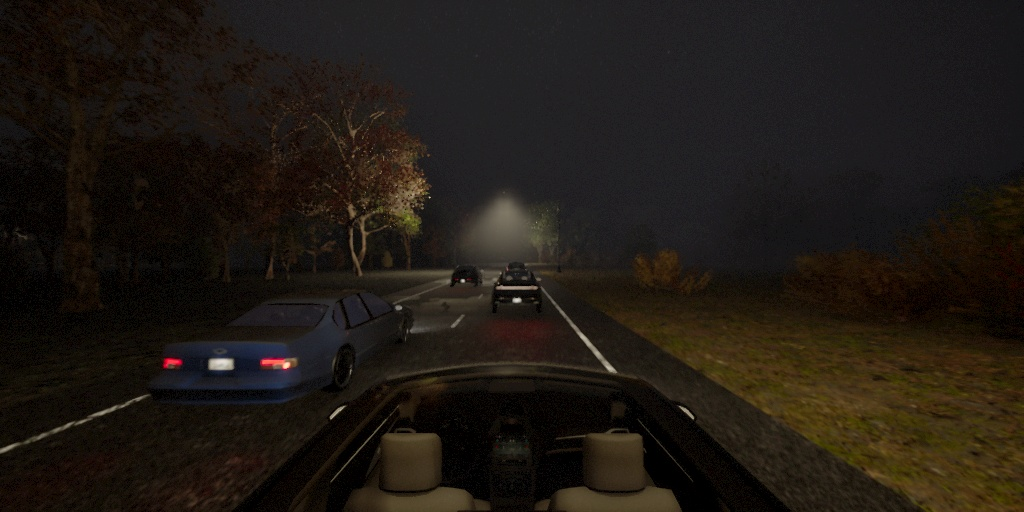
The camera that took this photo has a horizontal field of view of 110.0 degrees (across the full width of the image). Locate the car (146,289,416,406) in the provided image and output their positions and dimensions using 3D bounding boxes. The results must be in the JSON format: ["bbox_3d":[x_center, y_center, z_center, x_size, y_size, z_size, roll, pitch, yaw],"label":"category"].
[{"bbox_3d":[-3.376,1.322,6.690,2.033,1.411,5.357,0,0,0],"label":"car"}]

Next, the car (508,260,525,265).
[{"bbox_3d":[0.425,1.256,33.566,2.097,1.767,4.553,0,0,1],"label":"car"}]

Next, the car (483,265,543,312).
[{"bbox_3d":[0.195,1.303,14.523,2.128,1.511,4.902,0,0,1],"label":"car"}]

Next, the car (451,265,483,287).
[{"bbox_3d":[-3.169,1.371,25.758,1.837,1.490,4.892,0,0,1],"label":"car"}]
